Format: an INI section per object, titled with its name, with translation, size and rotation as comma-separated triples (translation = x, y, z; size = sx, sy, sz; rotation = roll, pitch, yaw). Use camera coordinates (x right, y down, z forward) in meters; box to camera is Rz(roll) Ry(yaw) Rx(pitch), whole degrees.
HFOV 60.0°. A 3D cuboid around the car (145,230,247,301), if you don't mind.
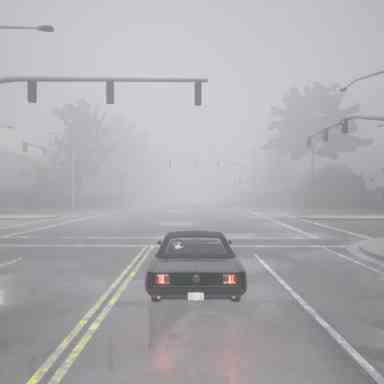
[car]
translation = 0.066, 1.601, 8.242
size = 1.895, 1.301, 4.718
rotation = 0, 0, 0
